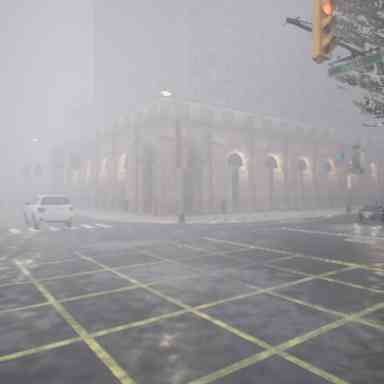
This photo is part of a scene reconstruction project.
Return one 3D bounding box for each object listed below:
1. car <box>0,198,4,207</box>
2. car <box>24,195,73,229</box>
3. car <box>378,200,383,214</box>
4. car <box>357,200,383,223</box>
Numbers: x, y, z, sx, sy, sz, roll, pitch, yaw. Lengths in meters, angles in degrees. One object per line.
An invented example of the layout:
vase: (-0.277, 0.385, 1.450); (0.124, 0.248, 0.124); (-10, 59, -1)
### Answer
car: (-29.197, 1.567, 49.322); (1.895, 1.301, 4.718); (0, 0, -35)
car: (-9.338, 1.190, 21.517); (2.150, 2.045, 5.566); (0, 0, -34)
car: (19.941, 1.381, 31.926); (4.718, 1.301, 1.895); (0, 0, -36)
car: (13.619, 1.339, 23.504); (4.902, 1.511, 2.128); (0, 0, -35)
